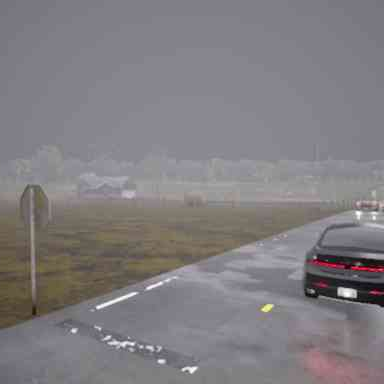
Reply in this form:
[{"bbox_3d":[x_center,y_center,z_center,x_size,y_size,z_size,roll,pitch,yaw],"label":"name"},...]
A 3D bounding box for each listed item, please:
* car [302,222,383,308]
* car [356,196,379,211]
[{"bbox_3d":[3.935,1.448,7.687,1.837,1.490,4.892,0,0,33],"label":"car"},{"bbox_3d":[20.567,1.300,38.888,2.097,1.767,4.553,0,0,33],"label":"car"}]
